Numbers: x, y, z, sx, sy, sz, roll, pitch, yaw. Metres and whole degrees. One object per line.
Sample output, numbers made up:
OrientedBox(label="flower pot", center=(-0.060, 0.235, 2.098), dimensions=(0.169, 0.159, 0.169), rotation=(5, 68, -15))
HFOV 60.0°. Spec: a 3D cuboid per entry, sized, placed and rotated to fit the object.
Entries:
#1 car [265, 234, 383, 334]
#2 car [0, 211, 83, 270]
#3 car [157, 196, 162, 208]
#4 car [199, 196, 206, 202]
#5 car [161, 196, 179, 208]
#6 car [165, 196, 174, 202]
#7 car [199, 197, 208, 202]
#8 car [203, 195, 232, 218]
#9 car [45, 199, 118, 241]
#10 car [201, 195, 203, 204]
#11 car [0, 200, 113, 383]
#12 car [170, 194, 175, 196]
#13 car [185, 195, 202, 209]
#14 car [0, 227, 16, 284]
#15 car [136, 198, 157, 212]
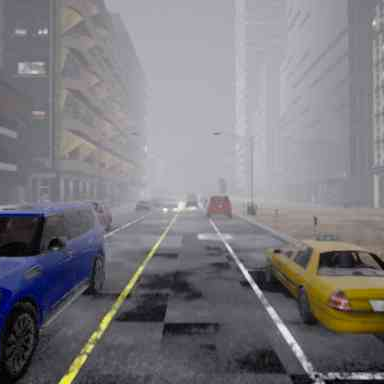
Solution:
OrientedBox(label="car", center=(2.702, 1.540, 6.902), dimensions=(1.752, 1.417, 4.829), rotation=(1, 0, 0))
OrientedBox(label="car", center=(-5.678, 1.551, 12.133), dimensions=(1.752, 1.417, 4.829), rotation=(1, 0, 0))
OrientedBox(label="car", center=(-5.675, 1.680, 51.290), dimensions=(1.947, 1.339, 4.313), rotation=(1, 0, 0))
OrientedBox(label="car", center=(2.709, 1.720, 84.876), dimensions=(1.752, 1.417, 4.829), rotation=(1, 0, 0))
OrientedBox(label="car", center=(-3.062, 1.633, 48.865), dimensions=(1.812, 1.442, 4.674), rotation=(0, 0, 0))
OrientedBox(label="car", center=(-5.671, 1.719, 84.539), dimensions=(1.752, 1.417, 4.829), rotation=(1, 0, 0))
OrientedBox(label="car", center=(2.708, 1.763, 79.136), dimensions=(1.802, 1.307, 4.206), rotation=(1, 0, 0))
OrientedBox(label="car", center=(2.396, 1.295, 30.725), dimensions=(2.150, 2.045, 5.566), rotation=(0, 0, 0))
OrientedBox(label="car", center=(-5.673, 1.353, 17.874), dimensions=(2.192, 1.841, 5.009), rotation=(1, 0, 0))
OrientedBox(label="car", center=(2.707, 1.554, 51.289), dimensions=(1.967, 1.590, 4.097), rotation=(1, 0, 0))
OrientedBox(label="car", center=(-3.101, 1.233, 5.758), dimensions=(2.150, 2.045, 5.566), rotation=(0, 0, 0))
OrientedBox(label="car", center=(-5.672, 1.732, 79.138), dimensions=(2.008, 1.369, 4.403), rotation=(1, 0, 0))
OrientedBox(label="car", center=(0.010, 1.600, 48.483), dimensions=(2.128, 1.511, 4.902), rotation=(0, 0, 0))
OrientedBox(label="car", center=(-5.679, 1.580, 6.734), dimensions=(1.947, 1.339, 4.313), rotation=(1, 0, 0))
OrientedBox(label="car", center=(-5.676, 1.633, 40.151), dimensions=(1.887, 1.381, 4.507), rotation=(1, 0, 0))
